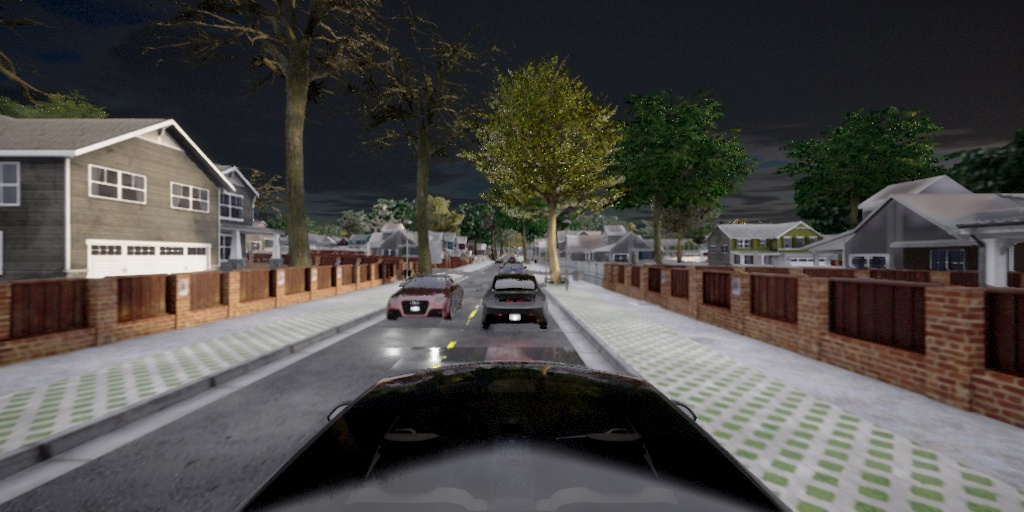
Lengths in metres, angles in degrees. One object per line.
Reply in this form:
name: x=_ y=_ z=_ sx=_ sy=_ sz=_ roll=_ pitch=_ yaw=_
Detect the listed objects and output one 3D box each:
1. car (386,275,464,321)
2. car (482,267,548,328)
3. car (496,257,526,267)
car: x=-2.852 y=1.365 z=12.549 sx=1.994 sy=1.385 sz=4.181 roll=0 pitch=0 yaw=0
car: x=0.082 y=1.304 z=11.567 sx=1.837 sy=1.490 sz=4.892 roll=0 pitch=0 yaw=0
car: x=0.077 y=1.187 z=27.436 sx=2.097 sy=1.767 sz=4.553 roll=0 pitch=0 yaw=0
